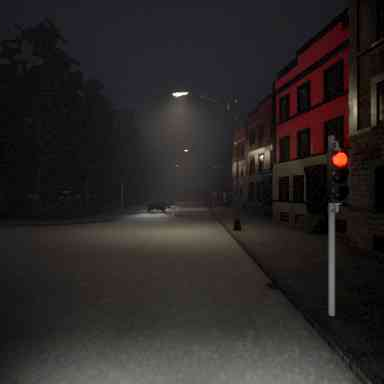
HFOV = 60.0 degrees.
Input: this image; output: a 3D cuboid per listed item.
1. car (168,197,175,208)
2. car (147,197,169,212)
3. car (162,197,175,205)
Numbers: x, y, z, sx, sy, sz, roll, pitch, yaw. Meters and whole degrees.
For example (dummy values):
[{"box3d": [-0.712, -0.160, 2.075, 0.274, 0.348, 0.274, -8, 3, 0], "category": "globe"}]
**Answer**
[{"box3d": [-4.032, 1.491, 48.067, 2.128, 1.511, 4.902, 0, 0, 0], "category": "car"}, {"box3d": [-4.049, 1.601, 38.689, 1.895, 1.301, 4.718, 0, 0, 0], "category": "car"}, {"box3d": [-3.996, 1.601, 58.083, 1.895, 1.301, 4.718, 0, 0, 0], "category": "car"}]
